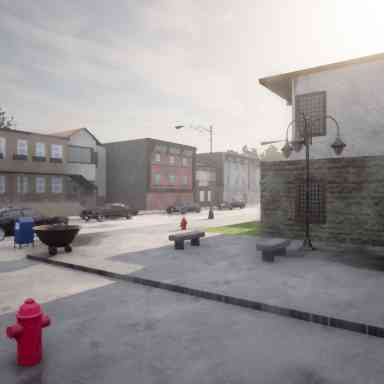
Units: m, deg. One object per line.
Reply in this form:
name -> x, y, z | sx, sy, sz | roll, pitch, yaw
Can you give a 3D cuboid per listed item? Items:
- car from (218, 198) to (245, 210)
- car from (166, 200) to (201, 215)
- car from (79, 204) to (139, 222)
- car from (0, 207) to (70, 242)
car -> 5.122, 1.491, 42.834 | 2.128, 1.511, 4.902 | 0, 0, 36
car -> -0.806, 1.564, 34.550 | 1.994, 1.385, 4.181 | 0, 0, 35
car -> -6.554, 1.601, 26.478 | 1.895, 1.301, 4.718 | 0, 0, 35
car -> -8.505, 1.477, 16.495 | 1.882, 1.535, 5.008 | 0, 0, 35
